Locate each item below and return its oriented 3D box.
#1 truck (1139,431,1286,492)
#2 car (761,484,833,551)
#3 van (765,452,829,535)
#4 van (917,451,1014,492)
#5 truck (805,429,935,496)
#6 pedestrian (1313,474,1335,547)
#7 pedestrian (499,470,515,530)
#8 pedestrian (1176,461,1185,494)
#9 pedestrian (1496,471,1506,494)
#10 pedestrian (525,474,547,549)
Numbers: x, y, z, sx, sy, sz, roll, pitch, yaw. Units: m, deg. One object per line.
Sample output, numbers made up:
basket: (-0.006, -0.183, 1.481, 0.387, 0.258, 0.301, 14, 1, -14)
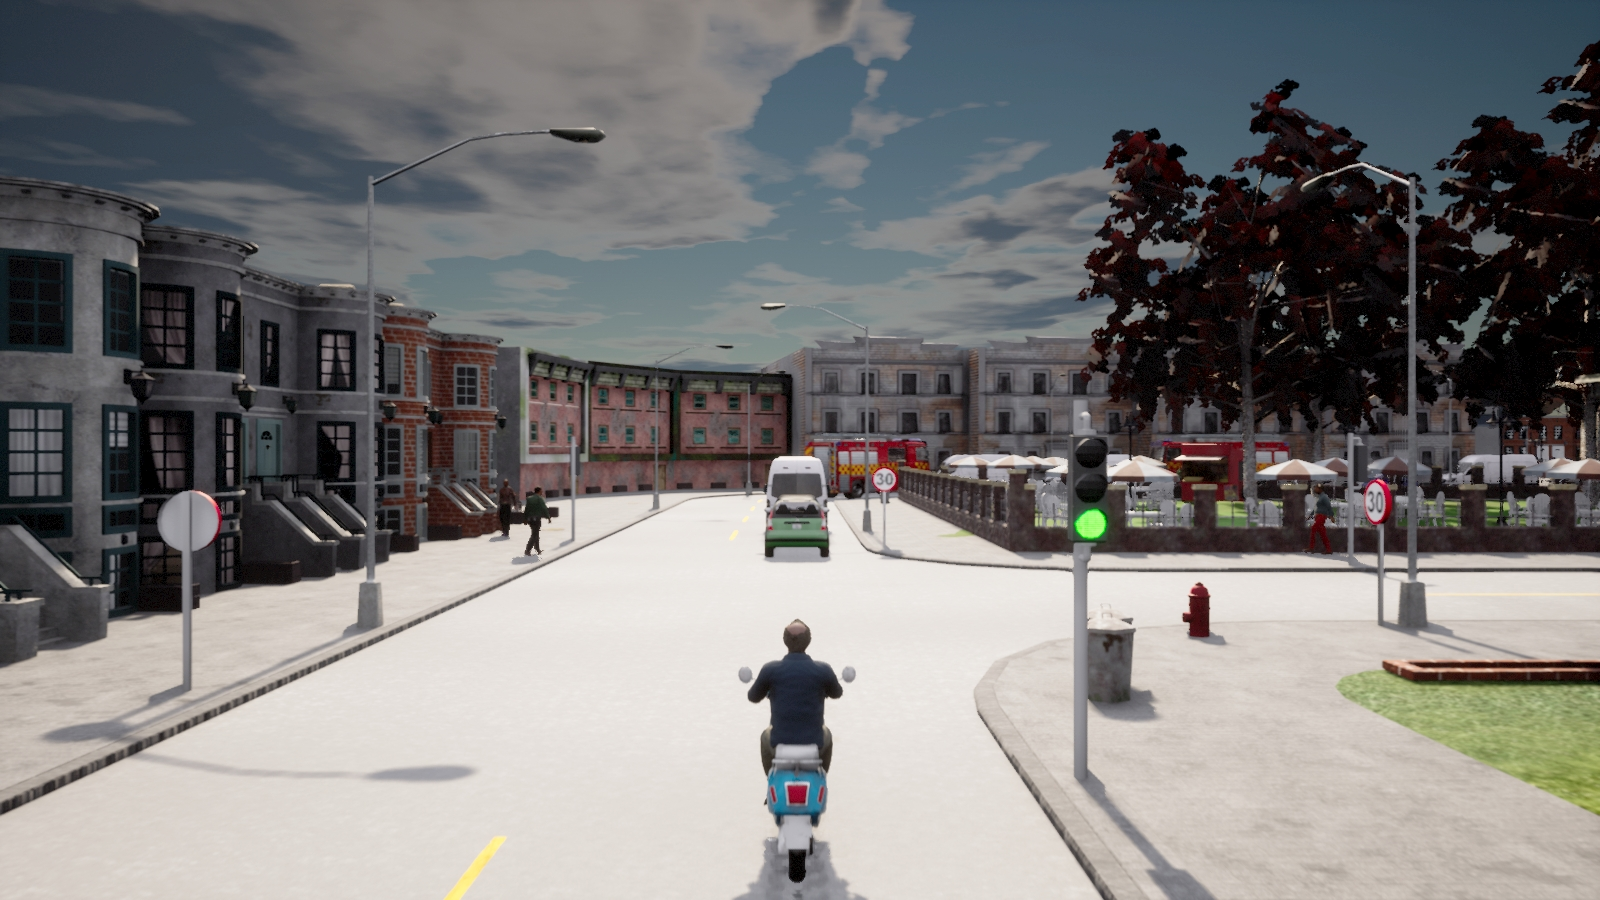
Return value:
truck: (26.590, 0.725, 73.853, 8.468, 3.827, 2.891, 0, 0, 0)
car: (-0.087, 1.804, 31.495, 1.851, 1.617, 3.988, 0, 0, 0)
van: (-0.109, 1.344, 38.196, 1.988, 2.561, 5.915, 0, 0, 0)
van: (10.620, 1.369, 73.540, 5.915, 2.561, 1.988, 0, 0, 0)
truck: (4.361, 0.724, 69.347, 8.468, 3.827, 2.891, 0, 0, -43)
pedestrian: (13.367, 1.539, 29.150, 0.375, 1.860, 0.375, 0, 0, 1)
pedestrian: (-9.092, 1.551, 35.442, 0.375, 1.860, 0.375, 0, 0, 4)
pedestrian: (21.573, 1.571, 64.822, 0.375, 1.860, 0.375, 0, 0, 0)
pedestrian: (39.796, 1.853, 64.867, 0.375, 1.300, 0.375, 0, 0, 0)
pedestrian: (-6.685, 1.546, 28.909, 0.375, 1.860, 0.375, 0, 0, 30)
